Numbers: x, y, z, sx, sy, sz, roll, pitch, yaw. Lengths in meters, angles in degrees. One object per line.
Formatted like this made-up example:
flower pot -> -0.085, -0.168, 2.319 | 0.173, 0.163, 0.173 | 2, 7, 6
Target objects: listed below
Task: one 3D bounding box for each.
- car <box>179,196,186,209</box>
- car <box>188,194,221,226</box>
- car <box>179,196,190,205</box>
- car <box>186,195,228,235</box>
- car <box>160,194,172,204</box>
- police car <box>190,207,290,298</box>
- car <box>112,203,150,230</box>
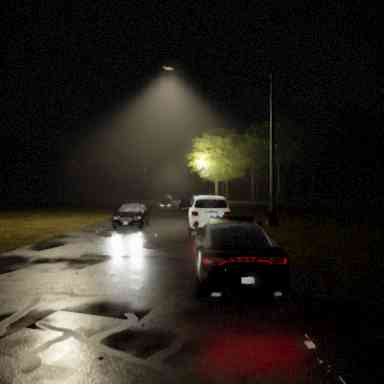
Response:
car -> -0.781, 1.600, 46.168 | 1.994, 1.385, 4.181 | 0, 0, -1
car -> 0.809, 1.226, 24.651 | 2.150, 2.045, 5.566 | 0, 0, -1
car -> -1.320, 1.568, 59.870 | 1.837, 1.490, 4.892 | -1, 0, -3
car -> 0.903, 1.226, 18.641 | 2.150, 2.045, 5.566 | 0, 0, -1
car -> -5.059, 1.643, 63.483 | 1.994, 1.385, 4.181 | 0, 0, -2
police car -> 1.009, 1.420, 8.695 | 1.930, 1.638, 5.238 | 0, 0, 0
car -> -3.795, 1.495, 21.285 | 2.128, 1.511, 4.902 | 0, 0, -1
